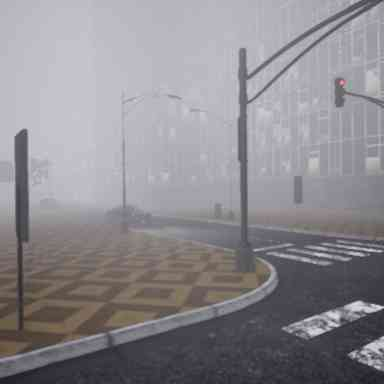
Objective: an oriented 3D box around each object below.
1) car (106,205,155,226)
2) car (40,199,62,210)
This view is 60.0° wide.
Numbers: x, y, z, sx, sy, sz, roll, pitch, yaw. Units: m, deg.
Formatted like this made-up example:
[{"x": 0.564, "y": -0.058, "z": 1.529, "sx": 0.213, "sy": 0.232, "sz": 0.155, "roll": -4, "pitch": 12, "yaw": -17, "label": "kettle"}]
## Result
[{"x": -4.505, "y": 1.641, "z": 24.067, "sx": 1.895, "sy": 1.301, "sz": 4.718, "roll": -1, "pitch": 0, "yaw": -35, "label": "car"}, {"x": -19.100, "y": 1.618, "z": 44.842, "sx": 2.033, "sy": 1.411, "sz": 5.357, "roll": -1, "pitch": 0, "yaw": -35, "label": "car"}]
